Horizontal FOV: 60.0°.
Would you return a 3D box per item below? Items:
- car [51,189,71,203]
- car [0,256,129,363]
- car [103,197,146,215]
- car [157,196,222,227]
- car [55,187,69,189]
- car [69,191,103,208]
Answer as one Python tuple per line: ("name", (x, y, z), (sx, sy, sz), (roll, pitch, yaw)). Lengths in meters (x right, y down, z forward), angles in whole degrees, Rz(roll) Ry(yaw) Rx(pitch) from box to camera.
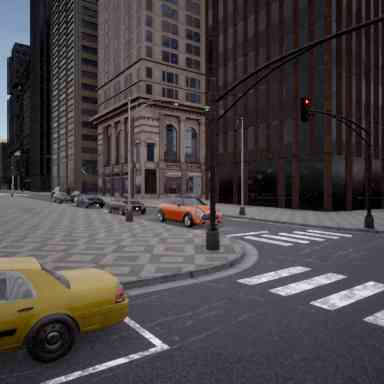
("car", (-16.670, 0.662, 43.144), (1.837, 1.490, 4.892), (0, 1, -36))
("car", (-3.261, 1.525, 4.323), (4.829, 1.417, 1.752), (0, 0, -35))
("car", (-5.412, 1.088, 27.353), (1.994, 1.385, 4.181), (0, 1, -36))
("car", (-0.218, 1.050, 20.093), (2.097, 1.767, 4.553), (0, 1, -36))
("car", (-21.924, 0.133, 55.759), (2.150, 2.045, 5.566), (0, 1, -36))
("car", (-10.834, 0.893, 34.937), (2.033, 1.411, 5.357), (0, 1, -35))
